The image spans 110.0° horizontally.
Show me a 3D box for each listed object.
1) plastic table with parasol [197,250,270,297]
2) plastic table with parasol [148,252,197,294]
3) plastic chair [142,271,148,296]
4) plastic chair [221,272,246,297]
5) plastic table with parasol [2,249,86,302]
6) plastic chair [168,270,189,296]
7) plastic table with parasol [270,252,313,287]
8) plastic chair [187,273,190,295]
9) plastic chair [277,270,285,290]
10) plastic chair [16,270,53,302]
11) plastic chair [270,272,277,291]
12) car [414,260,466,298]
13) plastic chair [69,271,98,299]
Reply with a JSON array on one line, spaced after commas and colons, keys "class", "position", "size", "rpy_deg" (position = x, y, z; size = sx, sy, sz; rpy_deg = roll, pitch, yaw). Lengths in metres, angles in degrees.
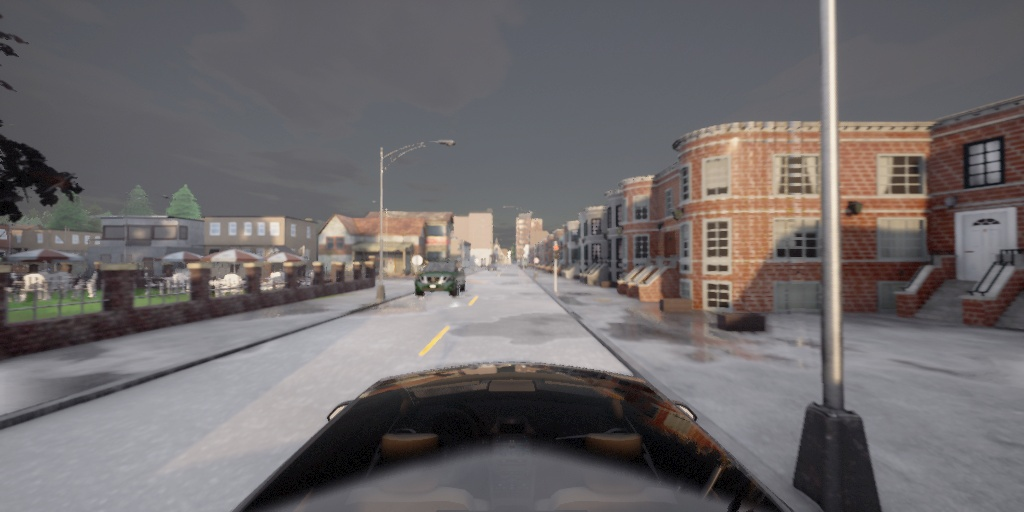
[{"class": "plastic table with parasol", "position": [-13.643, 0.923, 17.583], "size": [2.482, 2.480, 2.482], "rpy_deg": [0, 0, -40]}, {"class": "plastic table with parasol", "position": [-19.310, 0.977, 21.077], "size": [2.482, 2.480, 2.482], "rpy_deg": [0, 0, -40]}, {"class": "plastic chair", "position": [-20.309, 1.564, 20.346], "size": [0.730, 1.272, 0.750], "rpy_deg": [0, 0, -40]}, {"class": "plastic chair", "position": [-12.906, 1.495, 16.577], "size": [0.750, 1.272, 0.730], "rpy_deg": [0, 0, -40]}, {"class": "plastic table with parasol", "position": [-22.279, 0.890, 17.094], "size": [2.482, 2.480, 2.482], "rpy_deg": [0, 0, -42]}, {"class": "plastic chair", "position": [-18.573, 1.569, 20.056], "size": [0.750, 1.272, 0.730], "rpy_deg": [0, 0, -40]}, {"class": "plastic table with parasol", "position": [-14.079, 1.021, 22.073], "size": [2.482, 2.480, 2.482], "rpy_deg": [0, 0, -40]}, {"class": "plastic chair", "position": [-14.639, 1.488, 16.851], "size": [0.730, 1.272, 0.750], "rpy_deg": [0, 0, -40]}, {"class": "plastic chair", "position": [-13.342, 1.609, 21.052], "size": [0.750, 1.272, 0.730], "rpy_deg": [0, 0, -40]}, {"class": "plastic chair", "position": [-21.566, 1.420, 16.212], "size": [0.750, 1.272, 0.730], "rpy_deg": [0, 0, -42]}, {"class": "plastic chair", "position": [-12.611, 1.534, 18.327], "size": [0.730, 1.272, 0.750], "rpy_deg": [0, 0, -40]}, {"class": "car", "position": [-4.028, 1.244, 21.110], "size": [2.150, 2.045, 5.566], "rpy_deg": [0, -1, 0]}, {"class": "plastic chair", "position": [-21.238, 1.514, 17.825], "size": [0.730, 1.272, 0.750], "rpy_deg": [0, 0, -40]}]
